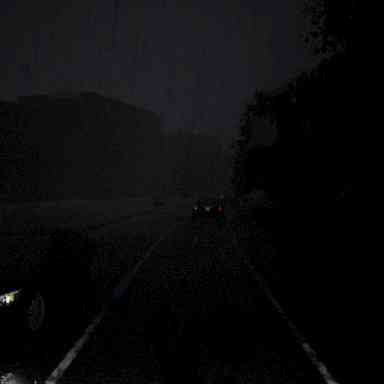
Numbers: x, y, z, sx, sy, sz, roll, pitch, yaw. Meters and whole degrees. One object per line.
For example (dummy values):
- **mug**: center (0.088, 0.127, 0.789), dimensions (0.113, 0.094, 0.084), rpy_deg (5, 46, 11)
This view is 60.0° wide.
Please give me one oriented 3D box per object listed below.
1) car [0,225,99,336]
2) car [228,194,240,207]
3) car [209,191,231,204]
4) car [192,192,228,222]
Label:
- **car**: center (-3.263, 1.458, 6.698), dimensions (1.812, 1.442, 4.674), rpy_deg (0, 1, 1)
- **car**: center (4.842, 1.041, 41.271), dimensions (1.882, 1.535, 5.008), rpy_deg (2, 1, 15)
- **car**: center (4.318, 0.745, 50.733), dimensions (2.097, 1.767, 4.553), rpy_deg (2, 1, 20)
- **car**: center (1.284, 1.103, 23.766), dimensions (2.097, 1.767, 4.553), rpy_deg (1, 1, 7)
